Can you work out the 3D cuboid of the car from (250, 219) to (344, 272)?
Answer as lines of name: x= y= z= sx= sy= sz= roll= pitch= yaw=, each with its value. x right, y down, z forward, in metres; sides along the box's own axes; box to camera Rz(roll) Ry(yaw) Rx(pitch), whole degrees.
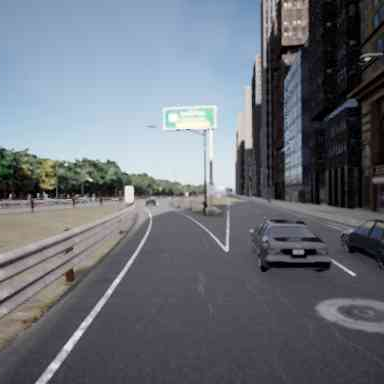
car: x=3.009 y=1.609 z=11.055 sx=2.033 sy=1.411 sz=5.357 roll=-1 pitch=0 yaw=6

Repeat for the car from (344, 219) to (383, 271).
car: x=6.495 y=1.578 z=10.744 sx=2.033 sy=1.411 sz=5.357 roll=-1 pitch=0 yaw=6

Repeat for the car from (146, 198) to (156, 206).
car: x=-7.694 y=1.815 z=62.315 sx=1.837 sy=1.490 sz=4.892 roll=-1 pitch=0 yaw=-9
